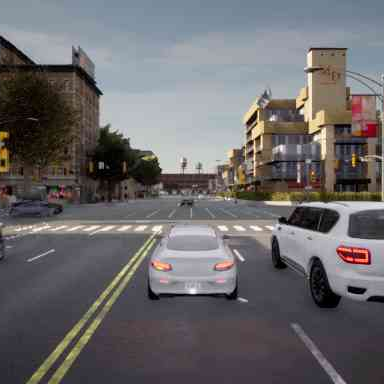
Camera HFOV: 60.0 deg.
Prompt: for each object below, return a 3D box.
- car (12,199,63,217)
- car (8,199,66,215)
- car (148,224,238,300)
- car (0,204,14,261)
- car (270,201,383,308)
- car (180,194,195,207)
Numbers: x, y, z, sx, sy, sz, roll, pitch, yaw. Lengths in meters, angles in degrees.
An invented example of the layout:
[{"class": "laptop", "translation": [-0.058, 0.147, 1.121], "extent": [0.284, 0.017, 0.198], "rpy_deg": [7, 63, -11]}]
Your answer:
[{"class": "car", "translation": [-14.417, 1.564, 30.651], "extent": [4.181, 1.385, 1.994], "rpy_deg": [0, 0, 0]}, {"class": "car", "translation": [-15.850, 1.477, 34.146], "extent": [5.008, 1.535, 1.882], "rpy_deg": [0, 0, 0]}, {"class": "car", "translation": [0.012, 1.526, 8.284], "extent": [1.812, 1.442, 4.674], "rpy_deg": [0, 0, 0]}, {"class": "car", "translation": [-7.154, 1.352, 8.983], "extent": [2.097, 1.767, 4.553], "rpy_deg": [0, 0, -1]}, {"class": "car", "translation": [3.511, 1.221, 8.053], "extent": [2.150, 2.045, 5.566], "rpy_deg": [0, 0, 0]}, {"class": "car", "translation": [-0.673, 1.505, 51.730], "extent": [1.837, 1.490, 4.892], "rpy_deg": [1, 0, 5]}]
